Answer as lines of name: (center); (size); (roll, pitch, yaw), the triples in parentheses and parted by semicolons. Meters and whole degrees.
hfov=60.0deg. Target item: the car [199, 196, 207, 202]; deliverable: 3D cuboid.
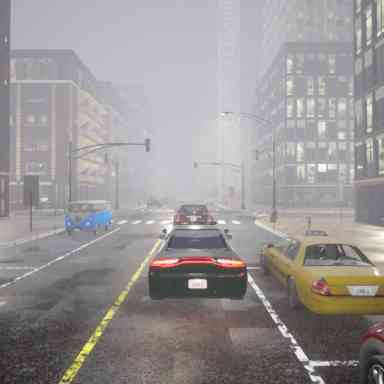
car: (2.691, 1.802, 84.835); (1.947, 1.339, 4.313); (0, 0, 0)

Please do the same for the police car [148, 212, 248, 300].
police car: (0.102, 1.509, 8.506); (2.038, 1.542, 4.974); (0, 0, 0)

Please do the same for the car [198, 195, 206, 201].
car: (2.691, 1.705, 90.499); (1.967, 1.590, 4.097); (0, 0, 0)

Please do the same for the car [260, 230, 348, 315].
car: (2.707, 1.529, 7.577); (1.752, 1.417, 4.829); (1, 0, 0)

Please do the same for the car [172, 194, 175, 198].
car: (-5.688, 1.647, 79.172); (1.967, 1.590, 4.097); (0, 0, 0)

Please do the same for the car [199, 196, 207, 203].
car: (2.691, 1.733, 79.342); (1.752, 1.417, 4.829); (0, 0, 0)

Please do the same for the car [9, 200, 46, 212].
car: (-19.056, 1.538, 37.861); (4.507, 1.381, 1.887); (0, -1, 0)

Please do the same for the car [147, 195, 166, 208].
car: (-5.685, 1.408, 50.859); (2.192, 1.841, 5.009); (0, 0, 0)

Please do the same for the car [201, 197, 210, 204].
car: (2.692, 1.680, 68.017); (1.752, 1.417, 4.829); (0, 0, 0)

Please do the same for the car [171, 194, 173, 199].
car: (-5.688, 1.761, 73.508); (1.802, 1.307, 4.206); (0, 0, 0)

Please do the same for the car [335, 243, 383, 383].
car: (2.706, 1.441, 1.883); (1.967, 1.590, 4.097); (1, 0, 0)

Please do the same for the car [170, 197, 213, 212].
car: (0.085, 1.369, 18.616); (2.097, 1.767, 4.553); (0, 0, 0)

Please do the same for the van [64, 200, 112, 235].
van: (-5.660, 1.358, 18.453); (1.690, 1.788, 3.998); (1, 0, 0)

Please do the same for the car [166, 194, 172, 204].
car: (-5.688, 1.720, 67.846); (1.947, 1.339, 4.313); (0, 0, 0)
